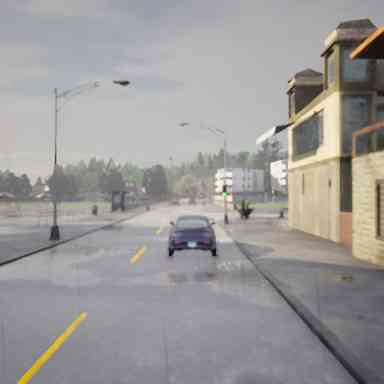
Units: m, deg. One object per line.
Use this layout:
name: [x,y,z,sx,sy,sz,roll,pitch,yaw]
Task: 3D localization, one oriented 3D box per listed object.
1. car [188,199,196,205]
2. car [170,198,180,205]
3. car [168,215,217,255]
car: [0.044,2.279,78.382,2.033,1.411,5.357,0,-1,0]
car: [-3.957,2.182,76.693,2.097,1.767,4.553,0,-1,0]
car: [0.028,1.676,13.883,1.812,1.442,4.674,0,0,0]
